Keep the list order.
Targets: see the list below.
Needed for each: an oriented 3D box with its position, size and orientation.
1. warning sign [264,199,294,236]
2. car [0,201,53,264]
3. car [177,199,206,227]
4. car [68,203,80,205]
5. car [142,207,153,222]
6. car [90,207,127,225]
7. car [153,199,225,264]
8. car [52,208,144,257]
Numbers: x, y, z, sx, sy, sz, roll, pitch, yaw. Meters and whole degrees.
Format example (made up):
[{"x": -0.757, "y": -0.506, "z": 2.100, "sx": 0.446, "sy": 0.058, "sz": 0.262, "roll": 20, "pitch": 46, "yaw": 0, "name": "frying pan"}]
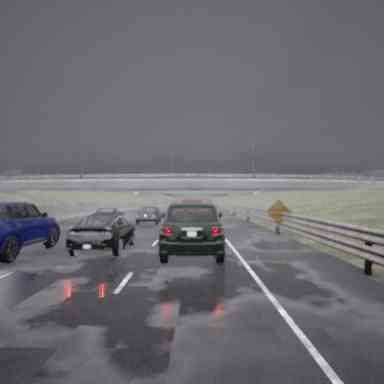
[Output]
[{"x": 4.542, "y": 1.313, "z": 17.455, "sx": 1.300, "sy": 1.860, "sz": 1.060, "roll": 0, "pitch": -1, "yaw": 0, "name": "warning sign"}, {"x": -6.998, "y": 1.360, "z": 12.565, "sx": 2.150, "sy": 2.045, "sz": 5.566, "roll": 0, "pitch": 0, "yaw": 0, "name": "car"}, {"x": -0.001, "y": 1.590, "z": 27.592, "sx": 2.150, "sy": 2.045, "sz": 5.566, "roll": 0, "pitch": -1, "yaw": 0, "name": "car"}, {"x": -23.481, "y": 2.833, "z": 66.010, "sx": 1.812, "sy": 1.442, "sz": 4.674, "roll": 0, "pitch": -2, "yaw": 3, "name": "car"}, {"x": -3.501, "y": 1.912, "z": 27.545, "sx": 2.033, "sy": 1.411, "sz": 5.357, "roll": 0, "pitch": -1, "yaw": 0, "name": "car"}, {"x": -6.994, "y": 1.979, "z": 28.274, "sx": 1.895, "sy": 1.301, "sz": 4.718, "roll": 0, "pitch": -1, "yaw": 0, "name": "car"}, {"x": 0.003, "y": 1.360, "z": 12.572, "sx": 2.150, "sy": 2.045, "sz": 5.566, "roll": 0, "pitch": 0, "yaw": 0, "name": "car"}, {"x": -3.488, "y": 1.639, "z": 13.511, "sx": 2.128, "sy": 1.511, "sz": 4.902, "roll": 0, "pitch": -1, "yaw": 0, "name": "car"}]
